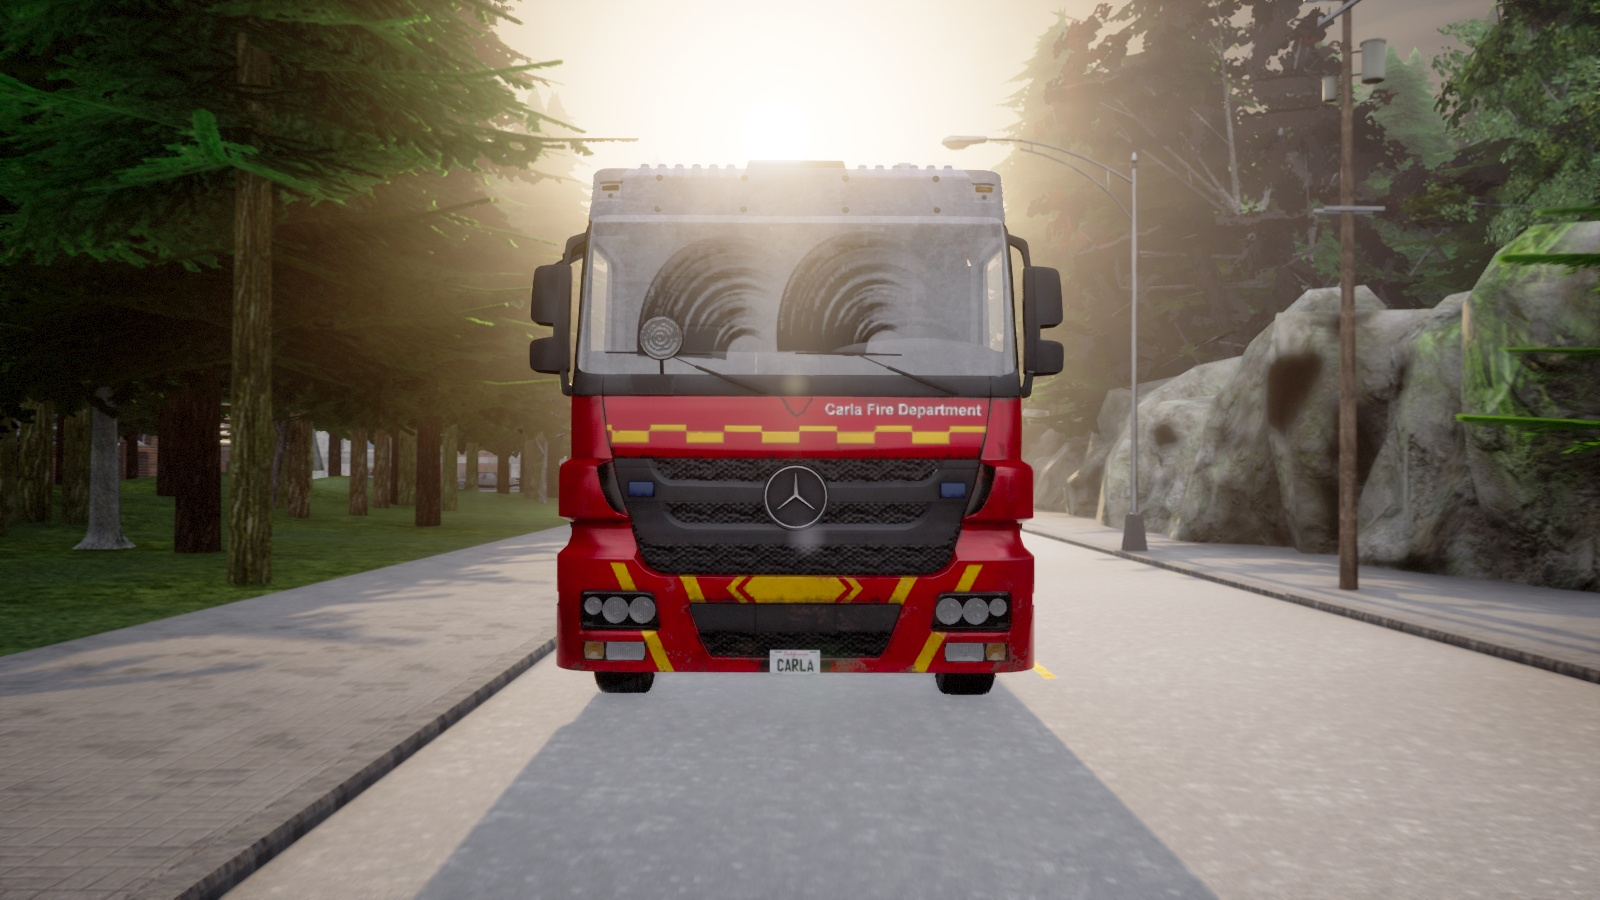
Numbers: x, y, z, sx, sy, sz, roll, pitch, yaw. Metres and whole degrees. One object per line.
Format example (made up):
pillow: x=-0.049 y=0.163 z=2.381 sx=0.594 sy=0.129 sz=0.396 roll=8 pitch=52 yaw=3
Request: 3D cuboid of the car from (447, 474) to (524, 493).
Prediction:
car: x=-23.823 y=2.552 z=95.249 sx=5.357 sy=1.411 sz=2.033 roll=0 pitch=-1 yaw=0

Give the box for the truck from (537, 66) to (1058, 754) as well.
truck: x=-0.031 y=-0.162 z=11.240 sx=2.891 sy=3.827 sz=8.468 roll=0 pitch=-1 yaw=0
